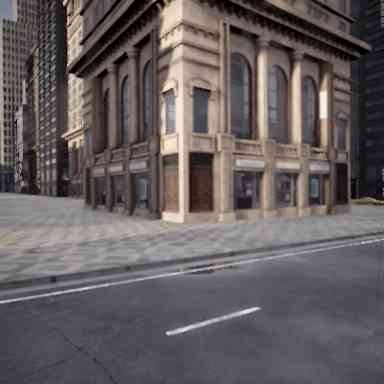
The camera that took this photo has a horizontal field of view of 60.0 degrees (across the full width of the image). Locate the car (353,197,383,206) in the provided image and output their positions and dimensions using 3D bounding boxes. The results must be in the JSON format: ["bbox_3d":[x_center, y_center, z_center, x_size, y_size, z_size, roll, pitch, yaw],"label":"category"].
[{"bbox_3d":[29.478,1.545,55.279,1.752,1.417,4.829,0,0,-36],"label":"car"}]
